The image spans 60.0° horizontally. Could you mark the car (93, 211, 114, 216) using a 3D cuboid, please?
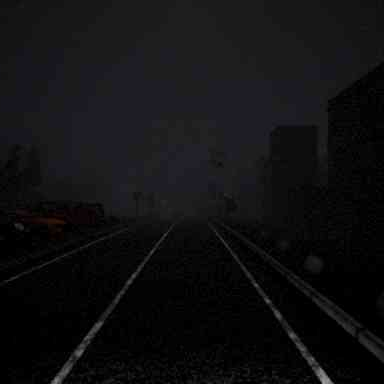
[{"bbox_3d":[-21.853,5.315,82.299,4.674,1.452,2.002,0,-4,0],"label":"car"}]

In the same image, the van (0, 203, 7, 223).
[{"bbox_3d":[-21.727,2.163,34.099,4.442,1.987,1.878,0,-3,0],"label":"van"}]

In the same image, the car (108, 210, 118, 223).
[{"bbox_3d":[-9.589,2.101,30.592,4.553,1.767,2.185,0,-3,0],"label":"car"}]

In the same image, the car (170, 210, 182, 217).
[{"bbox_3d":[-3.183,4.643,70.994,1.812,1.442,4.674,0,-4,0],"label":"car"}]

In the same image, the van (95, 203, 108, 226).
[{"bbox_3d":[-9.659,1.875,27.562,4.442,1.987,1.878,0,-2,0],"label":"van"}]

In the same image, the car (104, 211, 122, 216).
[{"bbox_3d":[-21.818,5.924,91.978,4.674,1.452,2.002,0,-4,0],"label":"car"}]

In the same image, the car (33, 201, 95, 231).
[{"bbox_3d":[-9.533,1.611,21.375,5.566,2.045,2.435,0,-2,0],"label":"car"}]

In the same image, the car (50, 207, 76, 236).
[{"bbox_3d":[-9.481,1.767,18.451,5.008,1.535,2.097,0,-2,-1],"label":"car"}]

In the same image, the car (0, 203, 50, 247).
[{"bbox_3d":[-9.479,1.542,15.421,4.553,1.767,2.185,0,-2,-1],"label":"car"}]

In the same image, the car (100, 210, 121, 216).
[{"bbox_3d":[-21.838,5.686,88.838,5.008,1.535,2.097,0,-4,0],"label":"car"}]

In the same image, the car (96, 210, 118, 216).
[{"bbox_3d":[-21.839,5.482,85.571,4.892,1.521,2.231,0,-4,0],"label":"car"}]

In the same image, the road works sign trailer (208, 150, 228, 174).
[{"bbox_3d":[3.943,-4.648,50.094,2.380,3.560,2.880,17,-41,3],"label":"road works sign trailer"}]

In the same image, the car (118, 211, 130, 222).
[{"bbox_3d":[-9.388,2.356,33.503,5.366,1.575,1.946,0,-3,0],"label":"car"}]

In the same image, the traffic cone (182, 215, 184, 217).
[{"bbox_3d":[-1.380,3.551,46.736,0.340,0.580,0.340,0,-3,0],"label":"traffic cone"}]

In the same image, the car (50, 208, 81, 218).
[{"bbox_3d":[-21.979,3.623,58.021,4.553,1.767,2.185,0,-4,0],"label":"car"}]
